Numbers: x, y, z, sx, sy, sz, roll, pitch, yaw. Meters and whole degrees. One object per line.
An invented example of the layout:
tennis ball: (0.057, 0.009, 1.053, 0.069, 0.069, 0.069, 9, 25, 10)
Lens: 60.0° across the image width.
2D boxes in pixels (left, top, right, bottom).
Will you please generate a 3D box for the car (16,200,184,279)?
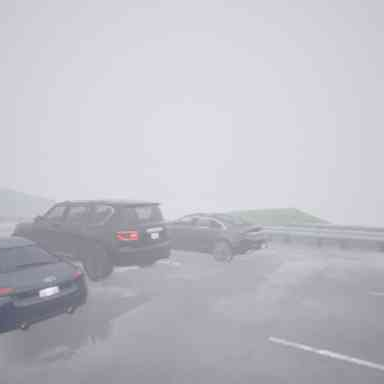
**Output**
car: (-3.215, 1.251, 10.204, 5.566, 2.045, 2.150, 0, 0, 33)

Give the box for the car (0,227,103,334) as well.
car: (-3.984, 1.586, 6.498, 4.181, 1.385, 1.994, 0, 0, 34)

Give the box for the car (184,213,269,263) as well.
car: (0.293, 1.522, 12.068, 4.902, 1.511, 2.128, 0, 0, 34)
